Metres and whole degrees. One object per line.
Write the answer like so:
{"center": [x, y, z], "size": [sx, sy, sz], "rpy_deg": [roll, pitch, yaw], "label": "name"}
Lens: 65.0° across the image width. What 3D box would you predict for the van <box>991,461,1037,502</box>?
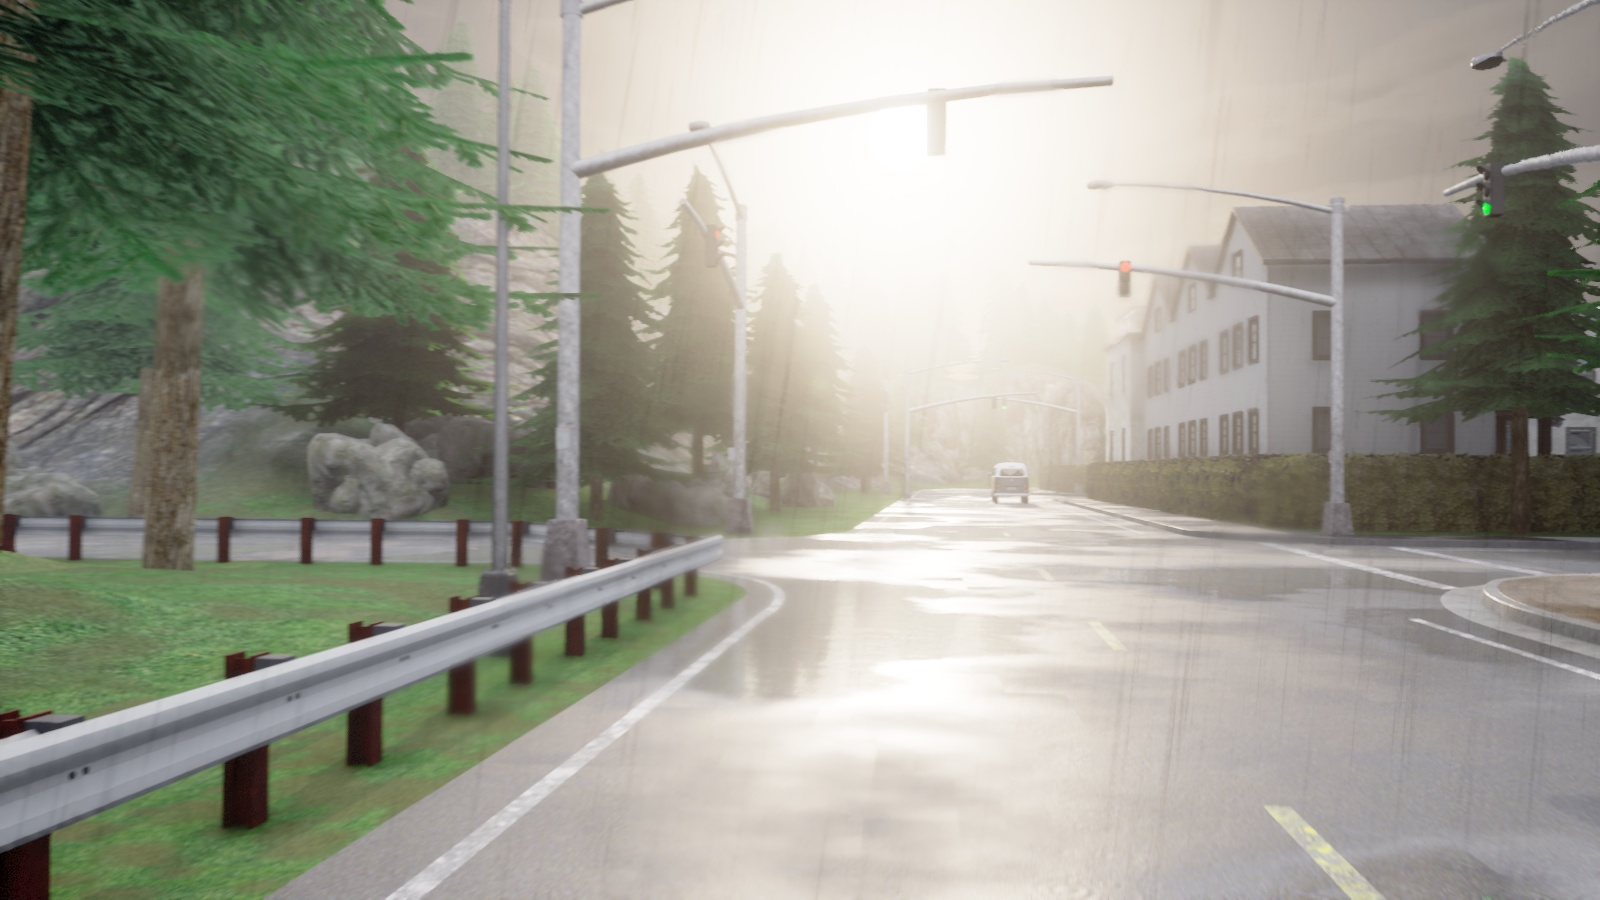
{"center": [10.899, 1.591, 64.105], "size": [2.069, 2.038, 4.480], "rpy_deg": [0, -1, 7], "label": "van"}
